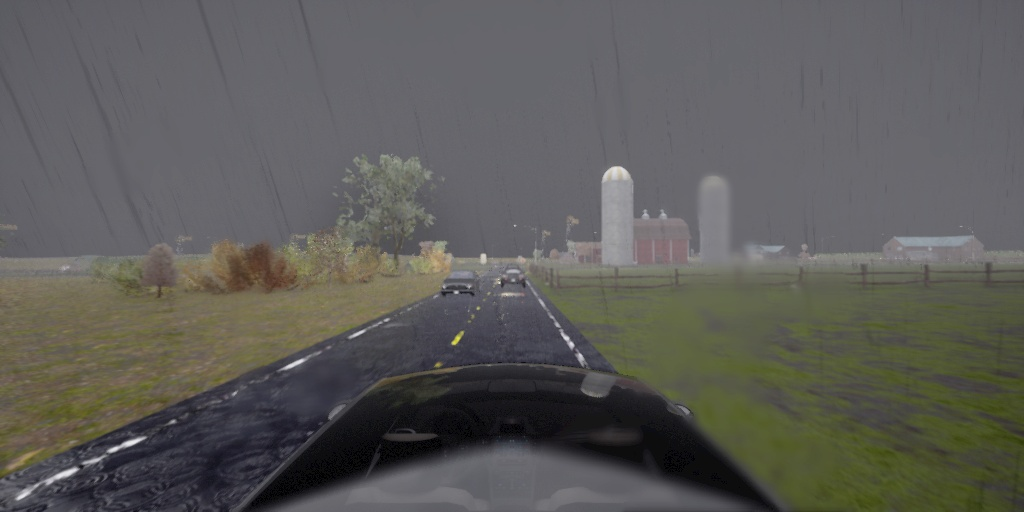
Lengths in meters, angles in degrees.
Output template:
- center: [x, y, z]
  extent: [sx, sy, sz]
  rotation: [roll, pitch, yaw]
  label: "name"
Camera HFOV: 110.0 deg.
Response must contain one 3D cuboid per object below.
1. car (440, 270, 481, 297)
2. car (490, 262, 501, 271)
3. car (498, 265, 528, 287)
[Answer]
- center: [-2.846, 1.514, 21.008]
  extent: [2.033, 1.411, 5.357]
  rotation: [0, -1, 0]
  label: "car"
- center: [-2.739, 1.704, 62.492]
  extent: [1.812, 1.442, 4.674]
  rotation: [0, -1, 0]
  label: "car"
- center: [0.096, 1.567, 27.405]
  extent: [1.812, 1.442, 4.674]
  rotation: [0, -1, 0]
  label: "car"
